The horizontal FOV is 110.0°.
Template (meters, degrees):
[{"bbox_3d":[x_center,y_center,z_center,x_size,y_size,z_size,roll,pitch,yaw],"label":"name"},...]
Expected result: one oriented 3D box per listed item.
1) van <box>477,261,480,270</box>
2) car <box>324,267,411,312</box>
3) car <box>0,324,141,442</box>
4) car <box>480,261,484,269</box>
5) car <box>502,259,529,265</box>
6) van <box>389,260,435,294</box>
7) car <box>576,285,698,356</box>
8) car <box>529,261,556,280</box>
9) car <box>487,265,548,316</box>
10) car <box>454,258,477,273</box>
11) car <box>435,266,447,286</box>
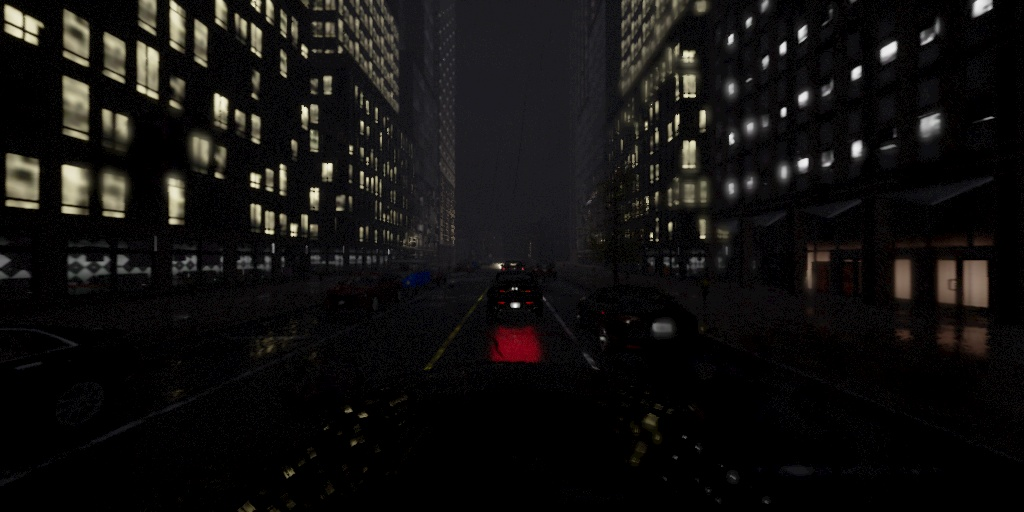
[{"bbox_3d":[-5.682,1.134,48.354,1.690,1.789,3.998,0,0,0],"label":"van"},{"bbox_3d":[-5.688,1.310,14.200,1.888,1.381,4.507,0,0,0],"label":"car"},{"bbox_3d":[-5.690,1.302,2.815,2.007,1.370,4.403,0,0,0],"label":"car"},{"bbox_3d":[-5.682,1.362,54.046,1.948,1.339,4.313,0,0,0],"label":"car"},{"bbox_3d":[0.104,1.132,31.073,2.097,1.767,4.553,0,0,0],"label":"car"},{"bbox_3d":[-5.687,1.111,19.892,1.690,1.789,3.998,0,0,0],"label":"van"},{"bbox_3d":[2.692,1.324,8.494,1.948,1.339,4.313,0,0,0],"label":"car"},{"bbox_3d":[2.696,1.220,31.261,1.967,1.591,4.097,0,0,0],"label":"car"},{"bbox_3d":[0.102,1.268,13.449,1.837,1.490,4.892,0,0,0],"label":"car"},{"bbox_3d":[-5.683,1.229,42.660,1.967,1.591,4.097,0,0,0],"label":"car"},{"bbox_3d":[-5.686,1.358,25.585,1.802,1.307,4.207,0,0,0],"label":"car"}]
